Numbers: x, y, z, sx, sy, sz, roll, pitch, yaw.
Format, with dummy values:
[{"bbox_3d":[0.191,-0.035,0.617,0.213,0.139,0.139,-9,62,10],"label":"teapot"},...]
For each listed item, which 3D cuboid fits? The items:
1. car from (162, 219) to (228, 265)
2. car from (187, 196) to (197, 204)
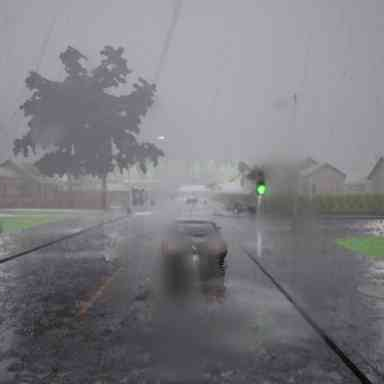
[{"bbox_3d":[0.086,1.609,11.664,1.895,1.301,4.718,0,0,0],"label":"car"},{"bbox_3d":[-0.002,1.520,64.874,1.882,1.535,5.008,0,0,0],"label":"car"}]
